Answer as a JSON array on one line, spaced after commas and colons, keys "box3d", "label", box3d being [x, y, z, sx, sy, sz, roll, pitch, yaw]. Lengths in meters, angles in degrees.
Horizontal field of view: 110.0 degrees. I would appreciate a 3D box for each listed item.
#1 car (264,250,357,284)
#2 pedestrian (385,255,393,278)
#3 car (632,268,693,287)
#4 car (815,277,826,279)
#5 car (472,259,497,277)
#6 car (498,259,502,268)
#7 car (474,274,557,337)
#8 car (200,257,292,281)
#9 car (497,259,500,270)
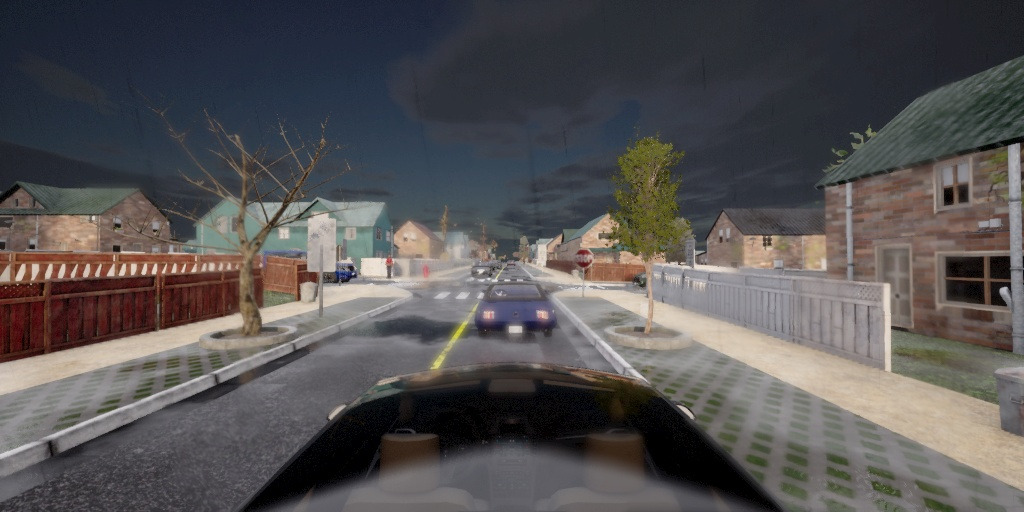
[{"box3d": [-12.730, 0.714, 22.460, 5.566, 2.045, 2.150, 1, -1, -2], "label": "car"}, {"box3d": [-9.682, 0.796, 28.264, 0.375, 1.860, 0.375, 0, -2, 0], "label": "pedestrian"}, {"box3d": [10.960, 1.422, 25.356, 4.553, 1.767, 2.097, 1, -1, -1], "label": "car"}, {"box3d": [21.268, 1.868, 25.396, 4.181, 1.385, 1.994, 1, -1, 0], "label": "car"}, {"box3d": [-2.916, 1.283, 35.874, 2.128, 1.511, 4.902, 0, 0, 0], "label": "car"}, {"box3d": [-2.953, 1.359, 56.670, 1.837, 1.490, 4.892, 0, 0, 0], "label": "car"}, {"box3d": [0.081, 1.355, 10.239, 1.895, 1.301, 4.718, 0, 0, 0], "label": "car"}, {"box3d": [-18.662, 0.883, 25.334, 5.008, 1.535, 1.882, 1, -1, 0], "label": "car"}, {"box3d": [-2.933, 1.419, 46.201, 1.895, 1.301, 4.718, 0, 0, 0], "label": "car"}]
